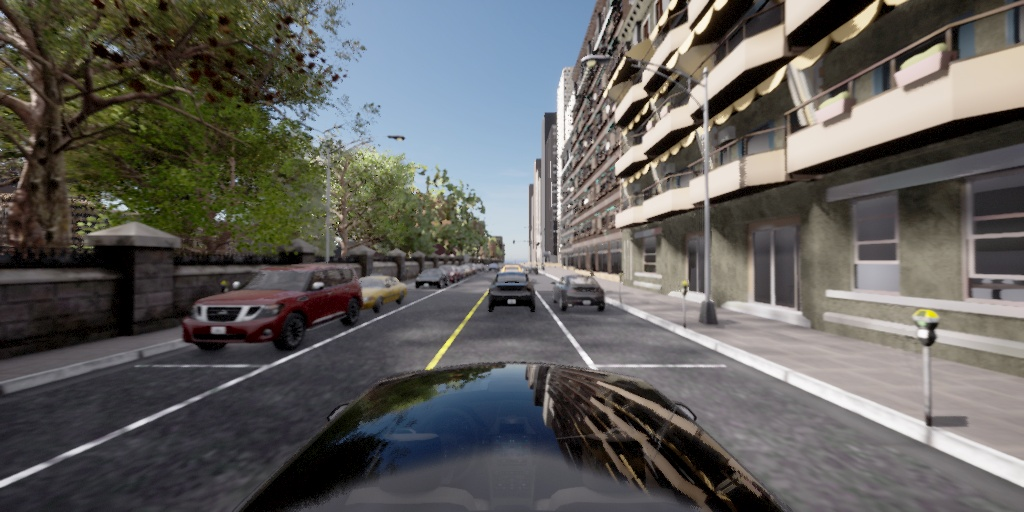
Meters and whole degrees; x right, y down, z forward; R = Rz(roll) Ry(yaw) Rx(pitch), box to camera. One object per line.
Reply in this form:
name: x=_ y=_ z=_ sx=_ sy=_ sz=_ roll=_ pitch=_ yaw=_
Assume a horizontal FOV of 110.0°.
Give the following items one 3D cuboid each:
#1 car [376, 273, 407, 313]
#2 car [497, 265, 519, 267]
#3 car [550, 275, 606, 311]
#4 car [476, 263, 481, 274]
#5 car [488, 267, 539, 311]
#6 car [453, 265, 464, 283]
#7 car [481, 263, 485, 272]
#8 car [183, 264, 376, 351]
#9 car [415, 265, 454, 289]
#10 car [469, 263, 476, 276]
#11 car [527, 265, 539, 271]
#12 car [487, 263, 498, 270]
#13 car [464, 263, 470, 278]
car: x=-5.706 y=1.418 z=14.829 sx=1.751 sy=1.417 sz=4.829 roll=0 pitch=0 yaw=0
car: x=-0.008 y=1.547 z=31.083 sx=1.882 sy=1.535 sz=5.008 roll=0 pitch=0 yaw=0
car: x=2.674 y=1.444 z=15.010 sx=2.007 sy=1.370 sz=4.403 roll=0 pitch=0 yaw=0
car: x=-5.743 y=1.701 z=48.229 sx=1.967 sy=1.591 sz=4.097 roll=0 pitch=0 yaw=0
car: x=0.004 y=1.404 z=15.349 sx=1.837 sy=1.490 sz=4.892 roll=0 pitch=0 yaw=0
car: x=-5.724 y=1.515 z=31.614 sx=1.967 sy=1.591 sz=4.097 roll=0 pitch=0 yaw=0
car: x=-5.832 y=1.937 z=59.304 sx=2.007 sy=1.370 sz=4.403 roll=0 pitch=0 yaw=0
car: x=-5.700 y=1.147 z=9.461 sx=2.192 sy=1.841 sz=5.009 roll=0 pitch=0 yaw=0
car: x=-5.719 y=1.579 z=26.076 sx=1.948 sy=1.339 sz=4.313 roll=0 pitch=0 yaw=0
car: x=-5.736 y=1.724 z=42.520 sx=1.751 sy=1.417 sz=4.829 roll=0 pitch=0 yaw=0
car: x=2.637 y=1.812 z=48.240 sx=2.007 sy=1.370 sz=4.403 roll=0 pitch=0 yaw=0
car: x=-3.118 y=1.958 z=61.326 sx=2.033 sy=1.411 sz=5.357 roll=0 pitch=-1 yaw=1
car: x=-5.730 y=1.718 z=37.152 sx=1.802 sy=1.307 sz=4.207 roll=0 pitch=0 yaw=0
